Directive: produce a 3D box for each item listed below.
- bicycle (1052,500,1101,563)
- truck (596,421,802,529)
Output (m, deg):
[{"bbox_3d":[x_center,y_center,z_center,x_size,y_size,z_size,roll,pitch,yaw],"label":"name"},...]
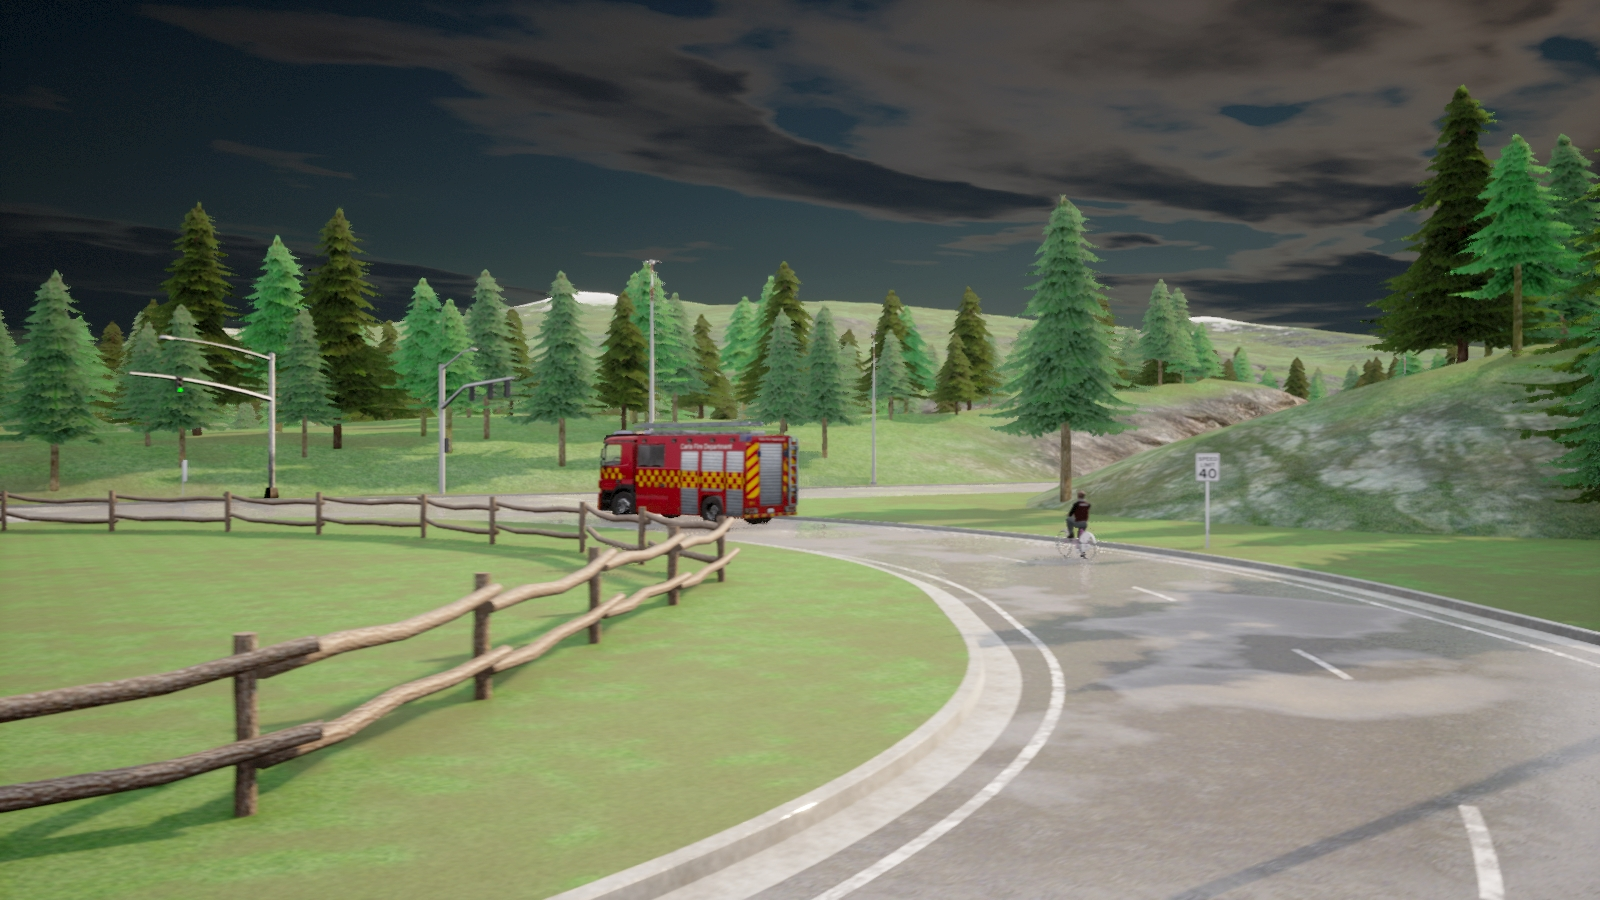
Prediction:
[{"bbox_3d":[7.052,2.053,29.234,0.329,1.471,1.835,0,0,-17],"label":"bicycle"},{"bbox_3d":[-4.057,0.884,44.172,8.468,3.827,2.891,0,0,42],"label":"truck"}]
